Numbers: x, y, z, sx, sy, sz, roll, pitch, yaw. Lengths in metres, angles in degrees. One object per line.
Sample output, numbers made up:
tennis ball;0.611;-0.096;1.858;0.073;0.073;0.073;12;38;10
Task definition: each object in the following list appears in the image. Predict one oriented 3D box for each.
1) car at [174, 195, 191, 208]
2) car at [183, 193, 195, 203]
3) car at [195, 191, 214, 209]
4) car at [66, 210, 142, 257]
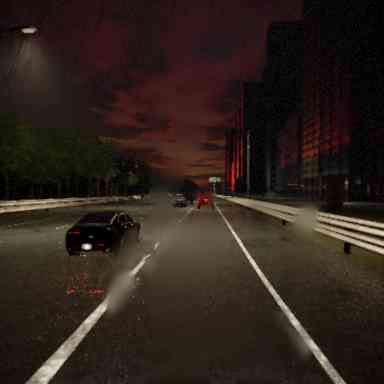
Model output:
car;-1.606;1.526;48.530;2.033;1.411;5.357;0;0;2
car;-0.824;1.225;67.080;2.150;2.045;5.566;0;0;2
car;1.931;1.227;46.268;2.150;2.045;5.566;0;0;2
car;-3.204;1.479;12.903;1.837;1.490;4.892;0;0;3
